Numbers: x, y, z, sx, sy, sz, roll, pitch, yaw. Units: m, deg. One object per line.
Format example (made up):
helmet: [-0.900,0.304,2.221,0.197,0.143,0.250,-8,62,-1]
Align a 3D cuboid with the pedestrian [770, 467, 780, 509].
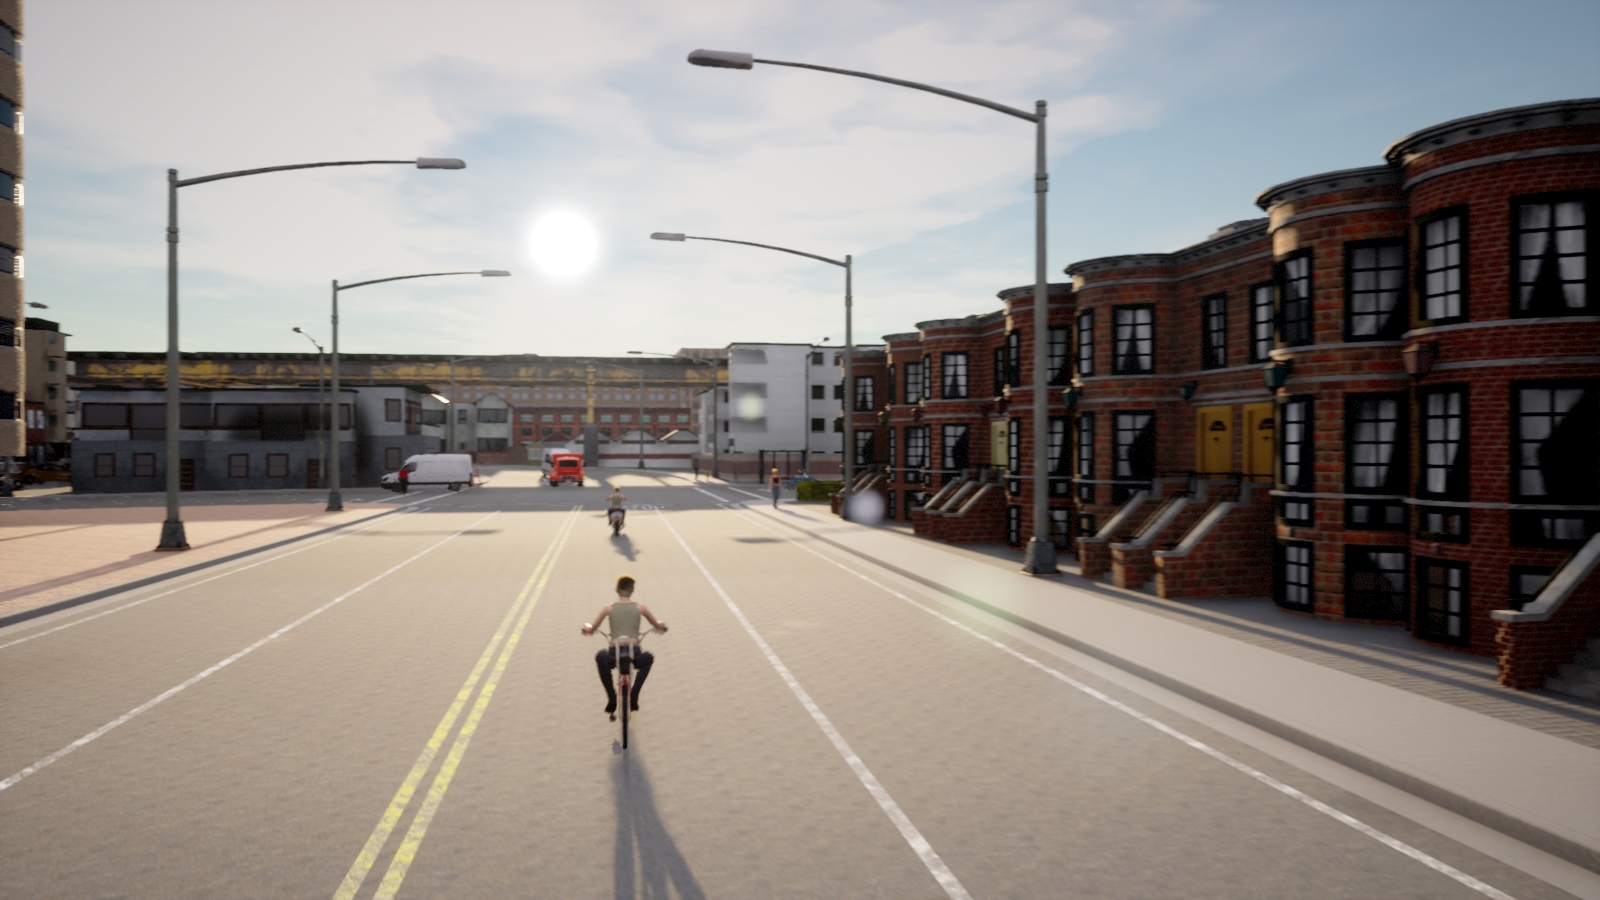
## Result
pedestrian: [-1.108,1.689,50.885,0.375,1.860,0.375,0,0,-11]

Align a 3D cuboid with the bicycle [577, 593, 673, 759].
bicycle: [-1.706,2.144,11.145,0.859,1.301,1.487,0,0,-9]

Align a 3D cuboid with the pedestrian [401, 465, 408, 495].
pedestrian: [-24.993,1.904,72.153,0.375,1.860,0.375,0,0,-9]

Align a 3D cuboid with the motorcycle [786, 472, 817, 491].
motorcycle: [0.097,2.157,77.664,2.033,1.224,0.803,0,1,-10]
